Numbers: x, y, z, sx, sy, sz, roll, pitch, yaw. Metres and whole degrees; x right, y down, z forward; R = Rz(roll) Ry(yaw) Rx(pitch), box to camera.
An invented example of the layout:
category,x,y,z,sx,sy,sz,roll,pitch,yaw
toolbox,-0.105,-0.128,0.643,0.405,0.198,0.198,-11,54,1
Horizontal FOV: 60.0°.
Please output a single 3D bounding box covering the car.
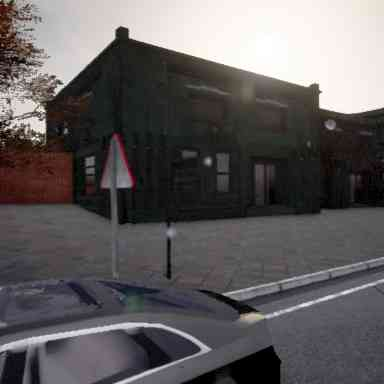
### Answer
category,x,y,z,sx,sy,sz,roll,pitch,yaw
car,-1.490,1.496,2.199,4.902,1.511,2.128,0,0,-35
